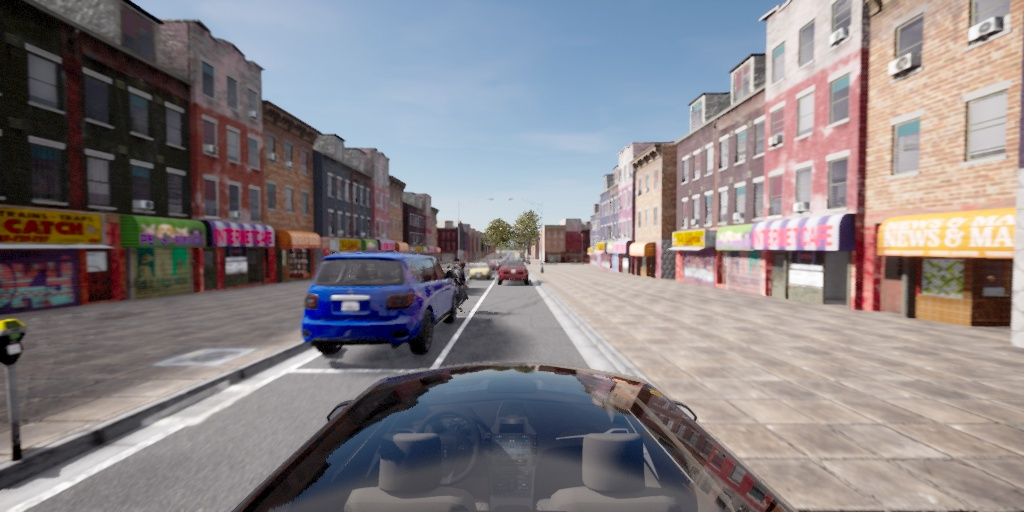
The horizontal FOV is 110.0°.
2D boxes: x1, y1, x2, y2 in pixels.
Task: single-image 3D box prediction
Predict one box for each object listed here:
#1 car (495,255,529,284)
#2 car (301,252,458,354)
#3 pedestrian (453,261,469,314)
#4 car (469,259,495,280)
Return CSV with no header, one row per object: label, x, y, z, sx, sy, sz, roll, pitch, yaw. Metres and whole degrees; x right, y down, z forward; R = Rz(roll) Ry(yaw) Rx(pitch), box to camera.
car,0.106,1.027,25.710,2.097,1.767,4.553,0,0,0
car,-2.740,0.942,8.779,2.150,2.045,5.566,0,0,0
pedestrian,-1.765,1.000,12.012,0.375,1.860,0.375,1,2,0
car,-2.589,1.195,30.284,1.751,1.417,4.829,0,0,0
